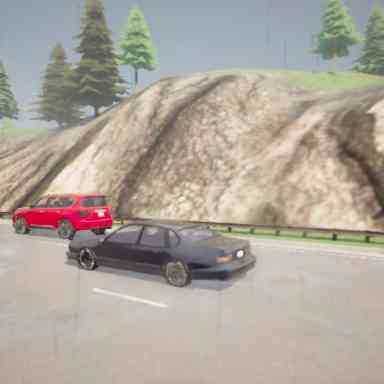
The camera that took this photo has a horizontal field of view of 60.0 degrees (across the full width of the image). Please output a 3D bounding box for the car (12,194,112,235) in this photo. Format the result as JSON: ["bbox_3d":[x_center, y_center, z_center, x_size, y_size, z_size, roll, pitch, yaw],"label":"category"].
[{"bbox_3d":[-6.425,1.106,16.417,5.566,2.045,2.150,0,0,31],"label":"car"}]

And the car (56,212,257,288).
[{"bbox_3d":[-1.023,1.468,8.974,5.357,1.411,2.033,0,1,32],"label":"car"}]
